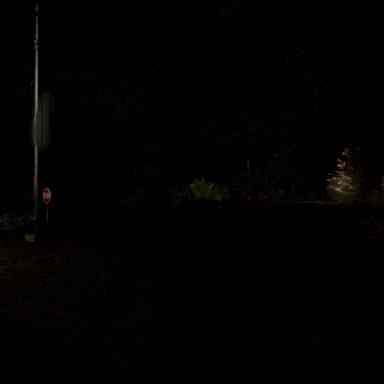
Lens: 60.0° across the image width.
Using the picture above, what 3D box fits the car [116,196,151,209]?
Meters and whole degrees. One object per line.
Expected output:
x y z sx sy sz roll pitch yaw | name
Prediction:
-7.186 1.332 41.136 1.882 1.535 5.008 1 1 34 | car

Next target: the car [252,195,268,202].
15.271 1.426 74.674 1.812 1.442 4.674 1 0 34 | car

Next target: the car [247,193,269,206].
11.170 1.174 55.986 2.150 2.045 5.566 1 0 33 | car

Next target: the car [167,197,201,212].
-0.851 1.373 37.999 1.882 1.535 5.008 1 0 34 | car
